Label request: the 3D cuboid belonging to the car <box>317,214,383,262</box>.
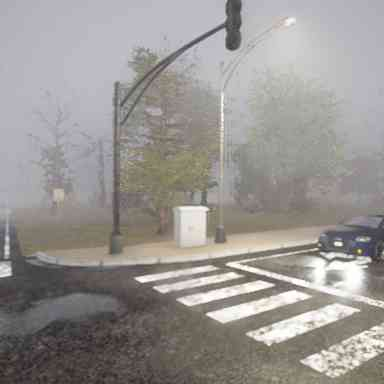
[{"bbox_3d":[6.499,1.535,12.118,4.181,1.385,1.994,0,0,-34],"label":"car"}]
